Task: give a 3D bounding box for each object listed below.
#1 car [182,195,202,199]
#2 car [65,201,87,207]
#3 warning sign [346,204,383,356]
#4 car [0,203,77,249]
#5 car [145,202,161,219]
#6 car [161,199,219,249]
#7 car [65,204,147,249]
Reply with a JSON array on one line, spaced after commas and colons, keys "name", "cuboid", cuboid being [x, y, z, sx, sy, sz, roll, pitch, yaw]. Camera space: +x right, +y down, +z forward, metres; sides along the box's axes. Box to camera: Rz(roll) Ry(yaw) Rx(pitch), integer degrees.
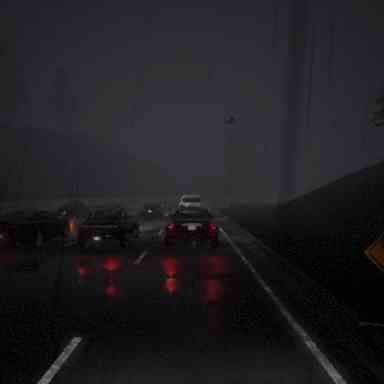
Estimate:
[{"name": "car", "cuboid": [0.000, 1.258, 29.680, 2.150, 2.045, 5.566, 0, 0, 0]}, {"name": "car", "cuboid": [-10.500, 1.533, 29.650, 1.812, 1.442, 4.674, 0, 0, 0]}, {"name": "warning sign", "cuboid": [3.050, 1.114, 4.649, 1.300, 1.860, 1.060, 0, 0, 0]}, {"name": "car", "cuboid": [-7.000, 1.485, 14.650, 1.882, 1.535, 5.008, 0, 0, 0]}, {"name": "car", "cuboid": [-3.500, 1.573, 29.650, 1.994, 1.385, 4.181, 0, 0, 0]}, {"name": "car", "cuboid": [0.000, 1.366, 14.620, 2.097, 1.767, 4.553, 0, 0, 0]}, {"name": "car", "cuboid": [-3.500, 1.495, 14.650, 2.128, 1.511, 4.902, 0, 0, 0]}]
